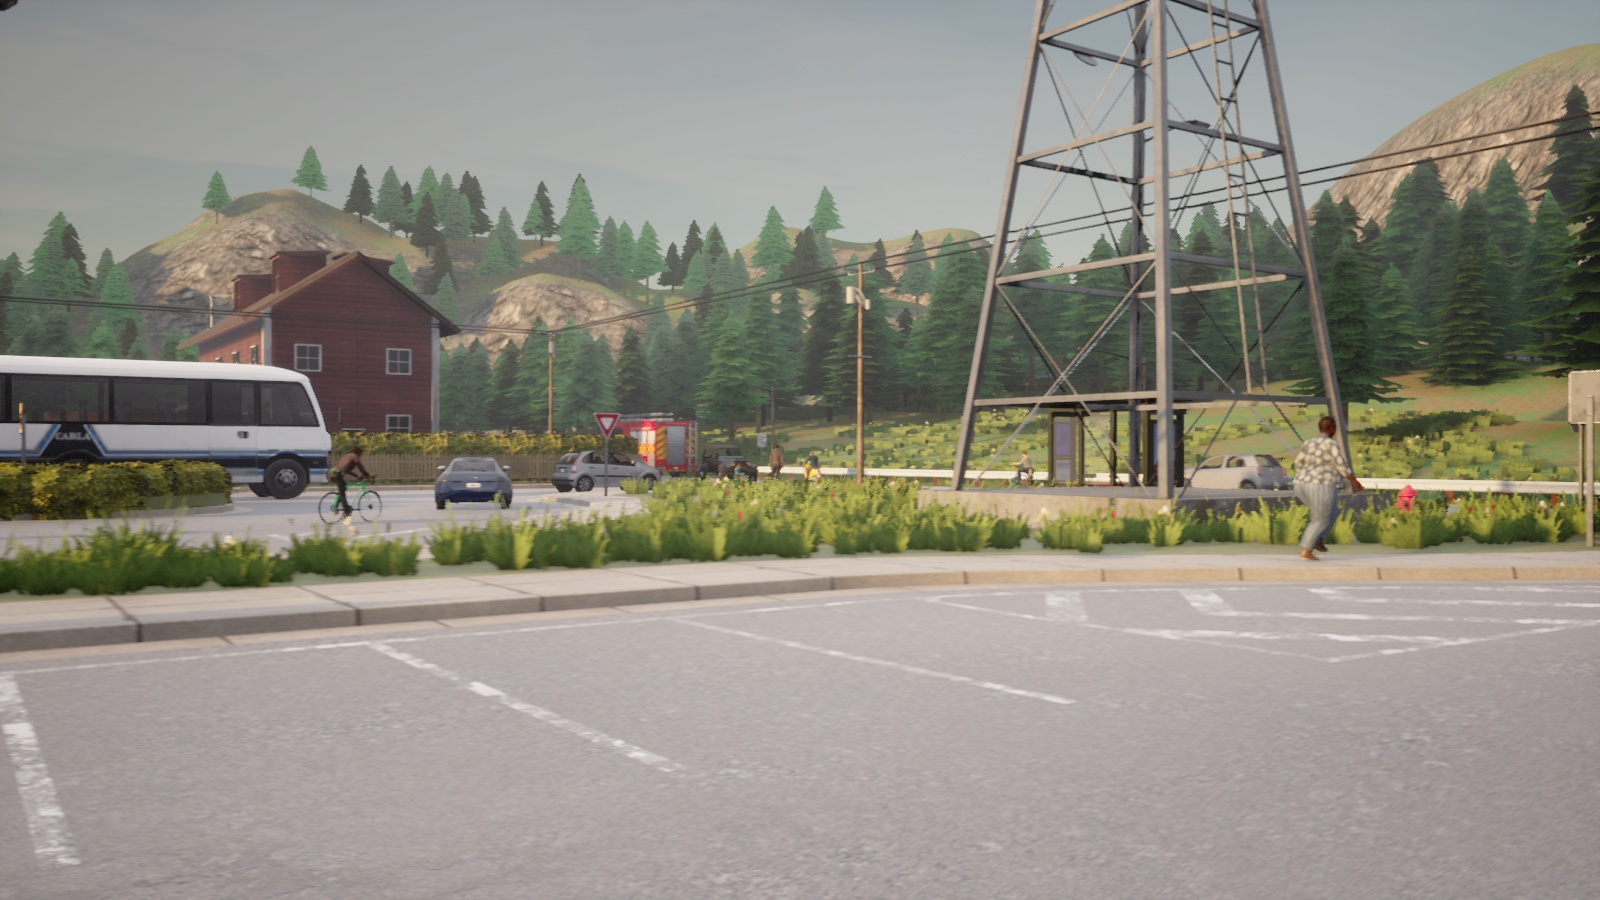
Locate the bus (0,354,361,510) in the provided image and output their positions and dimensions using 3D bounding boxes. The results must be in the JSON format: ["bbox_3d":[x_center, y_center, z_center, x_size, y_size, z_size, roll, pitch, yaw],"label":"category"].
[{"bbox_3d":[-19.242,-0.497,38.442,10.273,4.253,3.944,0,0,-34],"label":"bus"}]

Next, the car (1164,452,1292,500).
[{"bbox_3d":[14.040,0.830,41.348,1.845,1.501,3.633,0,0,-34],"label":"car"}]

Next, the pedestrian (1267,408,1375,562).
[{"bbox_3d":[6.485,0.425,15.660,0.900,1.855,0.874,0,0,-14],"label":"pedestrian"}]

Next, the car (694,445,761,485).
[{"bbox_3d":[-3.539,0.697,60.827,1.905,1.878,3.866,0,0,-26],"label":"car"}]

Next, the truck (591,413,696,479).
[{"bbox_3d":[-9.673,-0.211,76.735,2.891,3.827,8.468,0,0,-34],"label":"truck"}]

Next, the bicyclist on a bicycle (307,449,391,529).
[{"bbox_3d":[-9.404,0.781,26.231,0.582,1.620,1.656,0,0,31],"label":"bicyclist on a bicycle"}]

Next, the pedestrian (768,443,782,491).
[{"bbox_3d":[-0.950,0.623,47.665,0.328,1.805,0.869,0,0,-13],"label":"pedestrian"}]

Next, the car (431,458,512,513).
[{"bbox_3d":[-8.868,0.911,34.066,1.994,1.385,4.181,0,0,-14],"label":"car"}]

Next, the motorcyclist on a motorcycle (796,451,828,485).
[{"bbox_3d":[0.555,0.846,60.840,0.866,1.590,1.817,-1,0,-23],"label":"motorcyclist on a motorcycle"}]

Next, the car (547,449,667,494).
[{"bbox_3d":[-7.150,0.772,46.636,3.988,1.617,1.851,0,0,-38],"label":"car"}]
